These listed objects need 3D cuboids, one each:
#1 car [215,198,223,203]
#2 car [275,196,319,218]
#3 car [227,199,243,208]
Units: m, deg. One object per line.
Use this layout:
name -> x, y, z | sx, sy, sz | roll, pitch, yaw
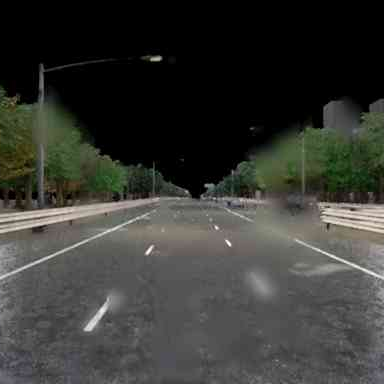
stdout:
car -> 6.955, 2.189, 85.284 | 2.033, 1.411, 5.357 | 0, 0, 0
car -> 11.062, 1.464, 35.455 | 2.150, 2.045, 5.566 | 0, 0, -18
car -> 7.245, 1.938, 56.014 | 1.994, 1.385, 4.181 | 0, 0, -7
